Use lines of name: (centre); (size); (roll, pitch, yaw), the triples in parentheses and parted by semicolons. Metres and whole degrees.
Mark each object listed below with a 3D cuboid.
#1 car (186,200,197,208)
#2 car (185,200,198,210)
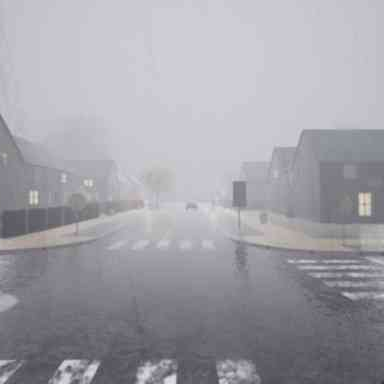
car: (-0.081, 2.267, 63.311); (1.882, 1.535, 5.008); (0, -1, 0)
car: (-0.069, 2.120, 52.893); (2.128, 1.511, 4.902); (0, -1, 0)
